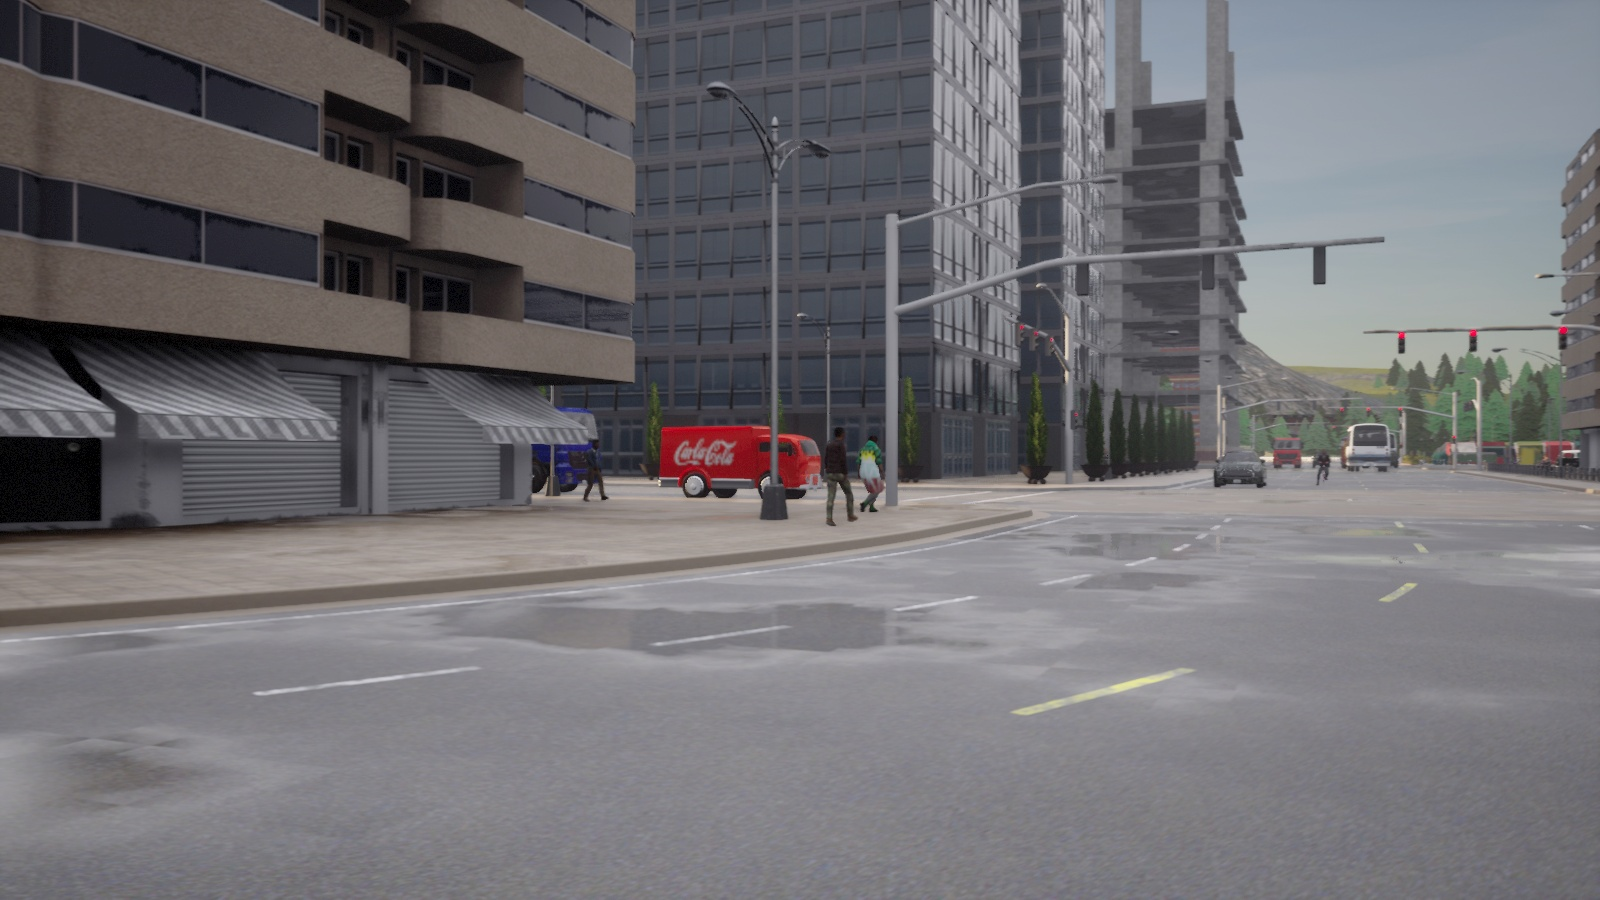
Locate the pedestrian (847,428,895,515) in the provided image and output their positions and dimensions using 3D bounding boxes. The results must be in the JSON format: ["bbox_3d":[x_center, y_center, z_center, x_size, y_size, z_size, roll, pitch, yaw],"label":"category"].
[{"bbox_3d":[1.630,0.484,28.687,0.873,1.952,0.659,0,0,-38],"label":"pedestrian"}]

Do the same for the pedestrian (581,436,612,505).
[{"bbox_3d":[-5.832,0.583,35.921,0.788,1.949,0.423,0,0,34],"label":"pedestrian"}]

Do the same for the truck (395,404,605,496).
[{"bbox_3d":[-11.944,0.004,49.958,7.936,3.462,2.891,0,0,23],"label":"truck"}]

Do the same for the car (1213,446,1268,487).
[{"bbox_3d":[20.234,0.730,57.577,2.097,1.767,4.553,0,0,23],"label":"car"}]

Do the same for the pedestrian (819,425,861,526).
[{"bbox_3d":[0.735,0.469,23.208,0.431,1.840,0.703,0,0,39],"label":"pedestrian"}]

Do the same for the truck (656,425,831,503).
[{"bbox_3d":[-1.884,0.448,41.931,5.204,2.467,2.627,0,0,23],"label":"truck"}]
